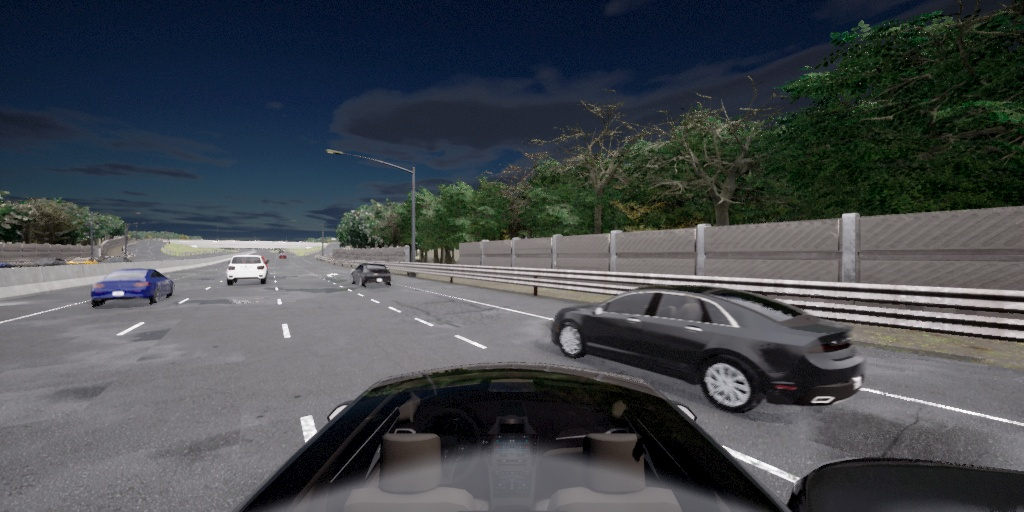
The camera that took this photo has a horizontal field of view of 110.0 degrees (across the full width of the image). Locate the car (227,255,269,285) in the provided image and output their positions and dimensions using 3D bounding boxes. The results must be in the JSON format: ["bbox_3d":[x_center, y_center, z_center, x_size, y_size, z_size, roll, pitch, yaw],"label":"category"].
[{"bbox_3d":[-19.161,0.955,26.064,2.150,2.045,5.566,0,0,-34],"label":"car"}]

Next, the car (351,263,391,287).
[{"bbox_3d":[-9.671,1.246,24.499,1.837,1.490,4.892,0,0,-34],"label":"car"}]

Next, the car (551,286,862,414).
[{"bbox_3d":[2.703,1.253,6.225,1.837,1.490,4.892,0,0,-34],"label":"car"}]

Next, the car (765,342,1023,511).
[{"bbox_3d":[2.984,1.315,0.538,4.181,1.385,1.994,0,0,34],"label":"car"}]

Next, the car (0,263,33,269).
[{"bbox_3d":[-34.629,1.202,23.626,1.882,1.535,5.008,0,0,-34],"label":"car"}]

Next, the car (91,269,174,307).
[{"bbox_3d":[-16.327,1.267,15.597,1.812,1.442,4.674,0,0,-34],"label":"car"}]
